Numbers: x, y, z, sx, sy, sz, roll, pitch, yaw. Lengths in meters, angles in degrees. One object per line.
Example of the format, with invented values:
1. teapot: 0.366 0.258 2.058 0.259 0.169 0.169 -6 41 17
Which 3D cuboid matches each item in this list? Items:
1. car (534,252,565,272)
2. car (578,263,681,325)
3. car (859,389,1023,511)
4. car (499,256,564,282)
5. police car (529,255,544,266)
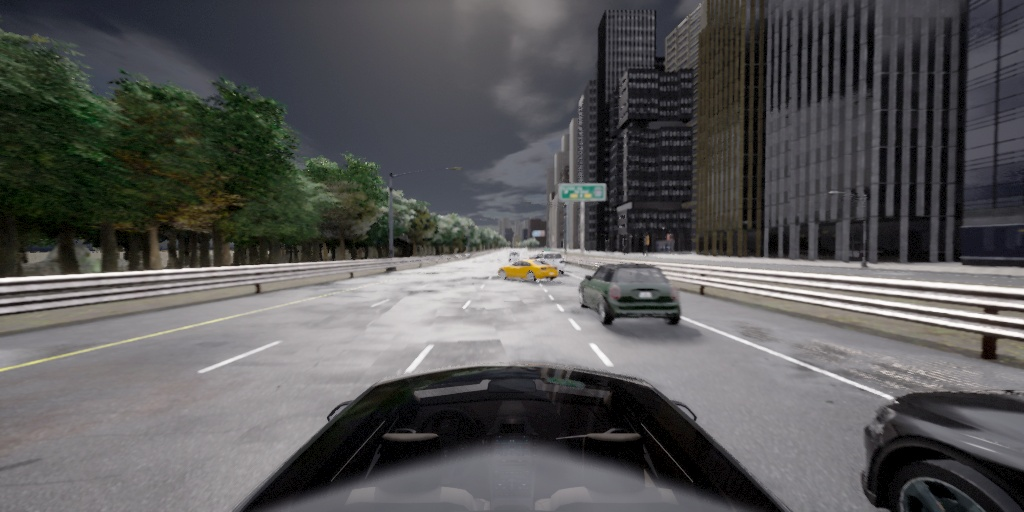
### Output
1. car: 3.572 0.632 33.536 2.150 2.045 5.566 0 1 0
2. car: 3.503 1.006 11.536 2.097 1.767 4.553 0 1 0
3. car: 3.503 1.192 0.575 2.033 1.649 4.856 0 1 0
4. car: 1.047 0.980 25.642 1.882 1.535 5.008 0 1 -40
5. police car: 3.743 0.632 55.451 2.038 1.542 4.974 0 1 1
